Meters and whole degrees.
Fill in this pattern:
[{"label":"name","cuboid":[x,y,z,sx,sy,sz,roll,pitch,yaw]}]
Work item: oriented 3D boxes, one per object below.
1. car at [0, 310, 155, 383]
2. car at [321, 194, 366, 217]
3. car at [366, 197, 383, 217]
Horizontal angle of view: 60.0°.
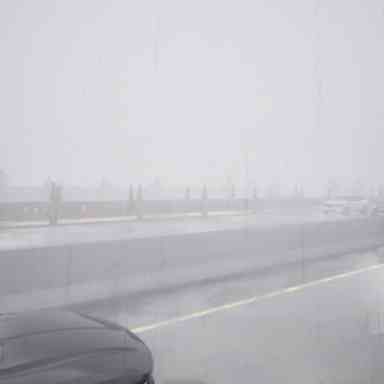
[{"label":"car","cuboid":[-2.570,1.479,1.913,5.008,1.535,1.882,0,0,-36]},{"label":"car","cuboid":[14.636,1.191,31.633,5.566,2.045,2.150,0,0,-35]},{"label":"car","cuboid":[17.981,1.322,29.715,4.553,1.767,2.097,0,0,-35]}]
